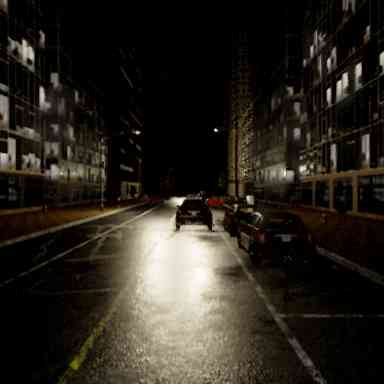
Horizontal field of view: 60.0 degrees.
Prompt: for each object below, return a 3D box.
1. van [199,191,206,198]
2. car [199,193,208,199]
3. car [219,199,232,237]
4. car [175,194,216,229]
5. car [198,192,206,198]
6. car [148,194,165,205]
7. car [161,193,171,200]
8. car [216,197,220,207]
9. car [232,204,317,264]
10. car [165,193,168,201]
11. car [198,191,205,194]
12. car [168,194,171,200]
[{"bbox_3d":[2.709,0.676,85.420,1.690,1.788,3.998,0,1,0],"label":"van"},{"bbox_3d":[2.707,0.951,79.728,1.947,1.339,4.313,0,1,0],"label":"car"},{"bbox_3d":[2.695,1.320,17.114,1.967,1.590,4.097,0,0,0],"label":"car"},{"bbox_3d":[0.104,1.208,20.421,2.097,1.767,4.553,0,0,0],"label":"car"},{"bbox_3d":[2.710,0.724,91.112,1.967,1.590,4.097,0,1,0],"label":"car"},{"bbox_3d":[-5.679,1.167,51.276,1.887,1.381,4.507,0,0,0],"label":"car"},{"bbox_3d":[-5.675,1.000,74.047,1.947,1.339,4.313,0,0,0],"label":"car"},{"bbox_3d":[2.699,1.257,39.884,1.887,1.381,4.507,0,0,0],"label":"car"},{"bbox_3d":[2.694,1.360,11.422,1.967,1.590,4.097,0,0,0],"label":"car"},{"bbox_3d":[-5.678,1.158,56.970,1.802,1.307,4.206,0,0,0],"label":"car"},{"bbox_3d":[0.108,1.065,39.715,2.097,1.767,4.553,0,0,0],"label":"car"},{"bbox_3d":[-5.676,1.026,68.354,1.887,1.381,4.507,0,0,0],"label":"car"}]
